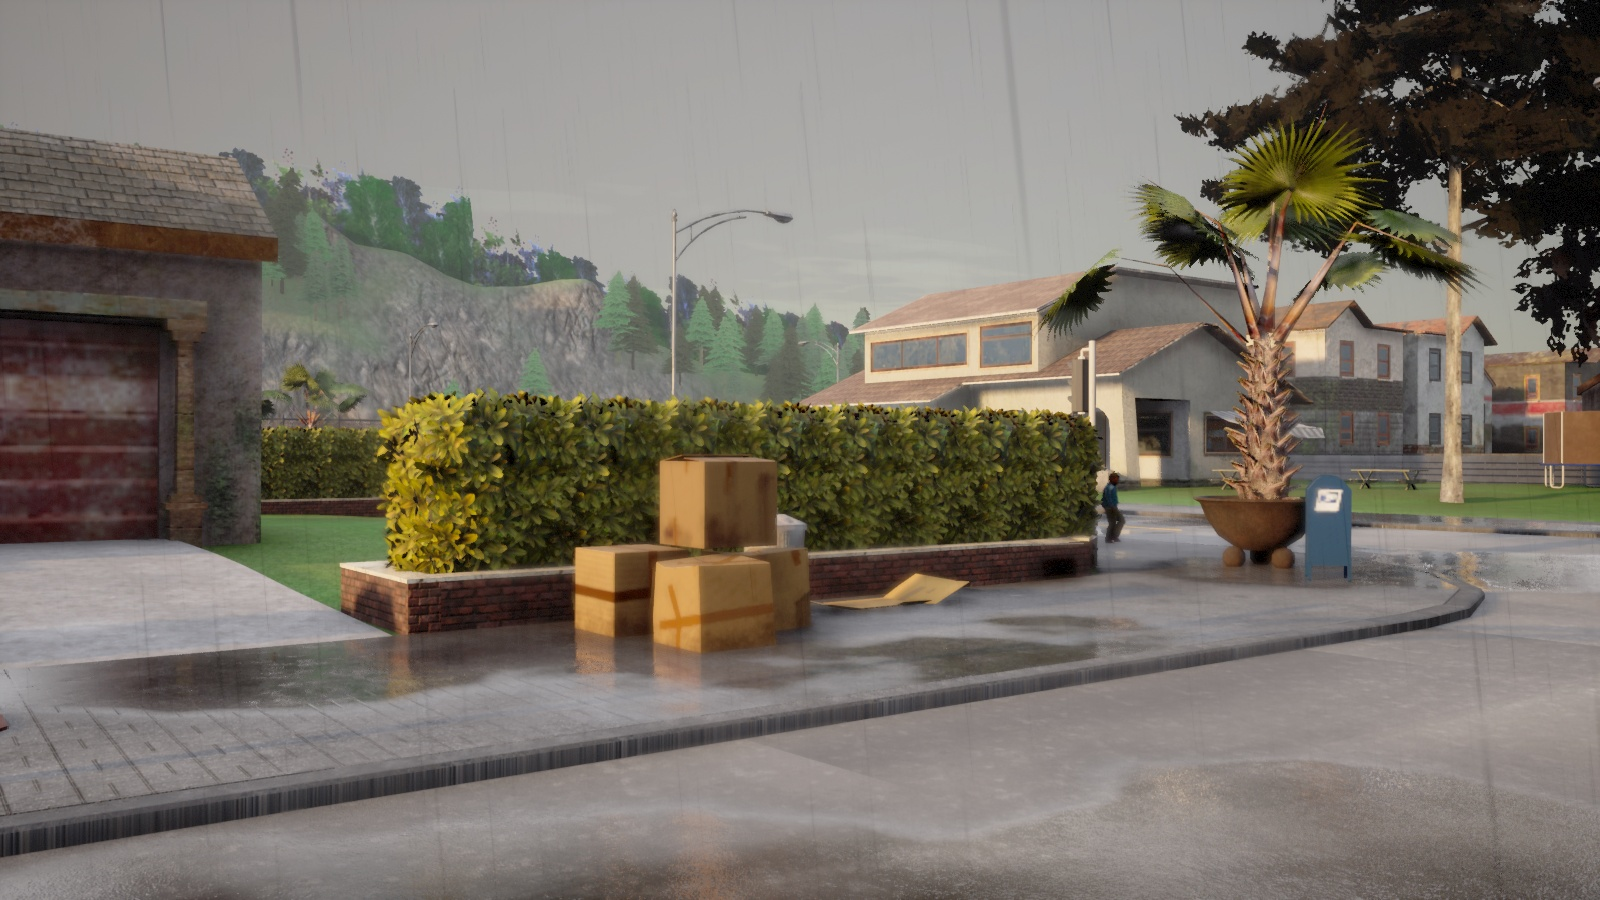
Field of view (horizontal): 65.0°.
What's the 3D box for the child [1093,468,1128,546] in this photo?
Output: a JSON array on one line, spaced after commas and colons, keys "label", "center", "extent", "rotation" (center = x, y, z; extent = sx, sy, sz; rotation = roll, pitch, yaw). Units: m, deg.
[{"label": "child", "center": [4.809, 0.872, 19.456], "extent": [0.448, 1.192, 0.343], "rotation": [0, 0, 28]}]
